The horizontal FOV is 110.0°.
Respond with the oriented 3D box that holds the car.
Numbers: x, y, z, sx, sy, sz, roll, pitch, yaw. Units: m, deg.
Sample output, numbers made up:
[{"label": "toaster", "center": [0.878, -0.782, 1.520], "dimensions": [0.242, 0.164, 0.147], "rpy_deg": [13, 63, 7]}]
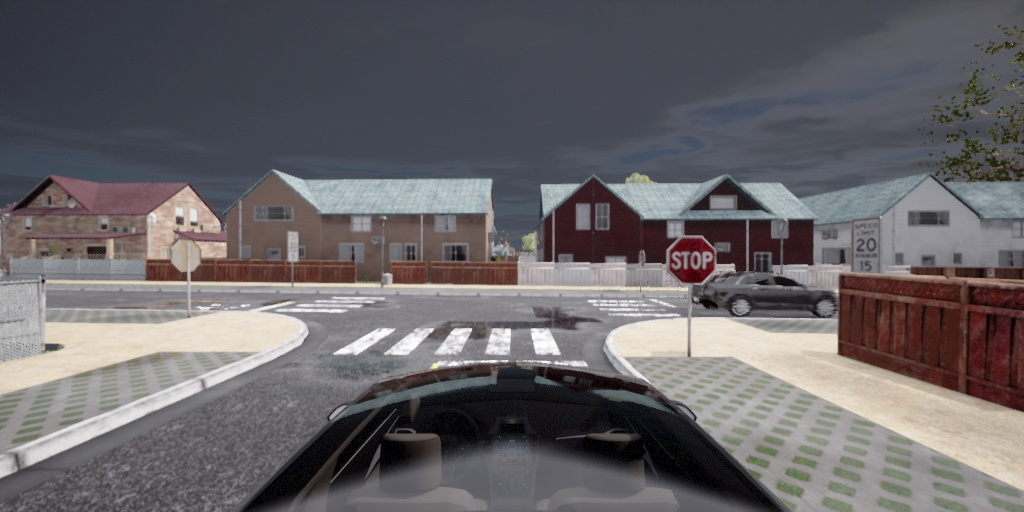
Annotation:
[{"label": "car", "center": [9.001, 1.330, 12.857], "dimensions": [4.892, 1.490, 1.837], "rpy_deg": [1, -1, -1]}]
